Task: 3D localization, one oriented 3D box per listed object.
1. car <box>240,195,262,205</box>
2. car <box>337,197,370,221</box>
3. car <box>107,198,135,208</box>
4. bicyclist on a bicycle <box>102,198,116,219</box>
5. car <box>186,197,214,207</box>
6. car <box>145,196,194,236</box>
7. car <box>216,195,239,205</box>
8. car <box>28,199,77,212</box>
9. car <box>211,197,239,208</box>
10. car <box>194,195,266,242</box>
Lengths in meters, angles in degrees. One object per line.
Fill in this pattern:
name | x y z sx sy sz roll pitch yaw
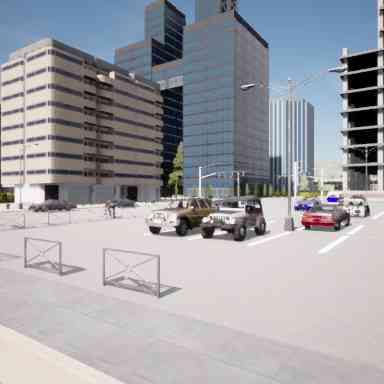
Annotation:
car | 10.365 1.352 58.368 2.097 1.767 4.553 0 0 34
car | 14.074 1.395 28.607 1.970 1.475 3.806 0 0 34
car | -10.058 1.564 47.002 1.994 1.385 4.181 0 0 35
bicyclist on a bicycle | -6.542 1.302 26.240 1.656 1.620 0.582 0 0 34
car | 1.293 1.491 51.161 2.128 1.511 4.902 0 0 34
car | -0.296 1.153 17.291 1.932 1.855 4.605 0 0 34
car | 6.330 1.352 58.795 2.097 1.767 4.553 0 0 34
car | -15.894 1.547 38.313 2.033 1.411 5.357 0 0 34
car | 5.107 1.547 50.488 2.033 1.411 5.357 0 0 33
car | 2.074 1.156 15.629 1.905 1.878 3.866 0 0 34
